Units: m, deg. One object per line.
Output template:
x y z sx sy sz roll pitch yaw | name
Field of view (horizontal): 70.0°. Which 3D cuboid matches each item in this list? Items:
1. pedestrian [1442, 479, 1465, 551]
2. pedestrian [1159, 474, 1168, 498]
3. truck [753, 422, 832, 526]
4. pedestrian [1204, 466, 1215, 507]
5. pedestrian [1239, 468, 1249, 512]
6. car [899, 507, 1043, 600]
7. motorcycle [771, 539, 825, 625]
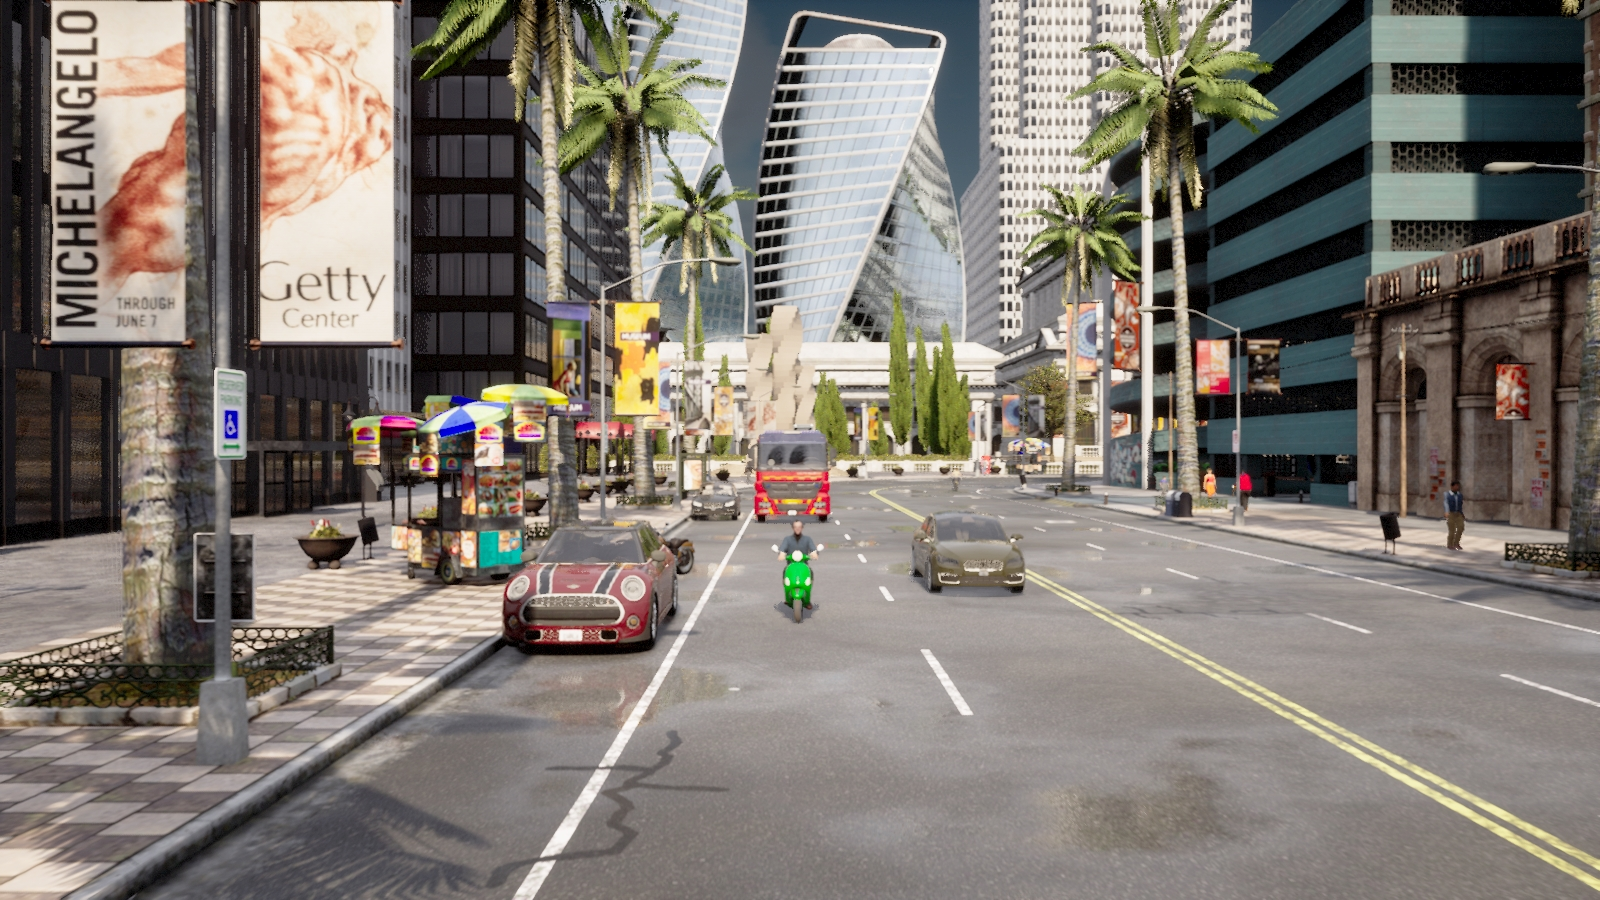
17.042 1.697 29.777 0.375 1.860 0.375 0 0 -3 | pedestrian
19.944 1.977 62.632 0.375 1.300 0.375 0 0 1 | pedestrian
-0.312 0.891 46.334 2.891 3.827 8.468 0 0 -1 | truck
18.990 1.696 52.991 0.375 1.860 0.375 0 0 5 | pedestrian
18.788 1.698 48.360 0.375 1.860 0.375 0 0 14 | pedestrian
3.419 2.061 23.837 2.231 1.480 4.892 0 0 -1 | car
-0.036 2.182 19.153 0.856 1.236 1.805 0 0 0 | motorcycle
